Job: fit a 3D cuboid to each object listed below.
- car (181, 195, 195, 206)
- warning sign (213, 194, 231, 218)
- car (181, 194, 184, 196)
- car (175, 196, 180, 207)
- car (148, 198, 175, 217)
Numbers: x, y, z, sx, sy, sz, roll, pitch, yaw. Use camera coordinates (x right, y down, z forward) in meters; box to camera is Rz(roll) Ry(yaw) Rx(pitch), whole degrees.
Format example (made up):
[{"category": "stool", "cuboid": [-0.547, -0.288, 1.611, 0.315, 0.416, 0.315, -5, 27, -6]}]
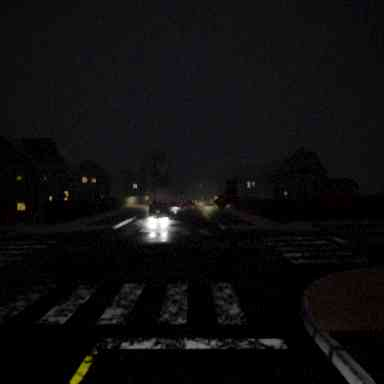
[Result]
[{"category": "car", "cuboid": [-0.498, 1.666, 56.796, 1.895, 1.301, 4.718, 0, 0, 0]}, {"category": "warning sign", "cuboid": [2.414, 1.093, 26.997, 1.300, 1.860, 1.060, 2, 2, -1]}, {"category": "car", "cuboid": [-0.708, 1.690, 66.620, 1.994, 1.385, 4.181, 0, 0, -2]}, {"category": "car", "cuboid": [-3.314, 1.647, 52.885, 1.895, 1.301, 4.718, 0, 0, 0]}, {"category": "car", "cuboid": [-3.050, 1.475, 31.774, 2.128, 1.511, 4.902, 0, 0, -1]}]
